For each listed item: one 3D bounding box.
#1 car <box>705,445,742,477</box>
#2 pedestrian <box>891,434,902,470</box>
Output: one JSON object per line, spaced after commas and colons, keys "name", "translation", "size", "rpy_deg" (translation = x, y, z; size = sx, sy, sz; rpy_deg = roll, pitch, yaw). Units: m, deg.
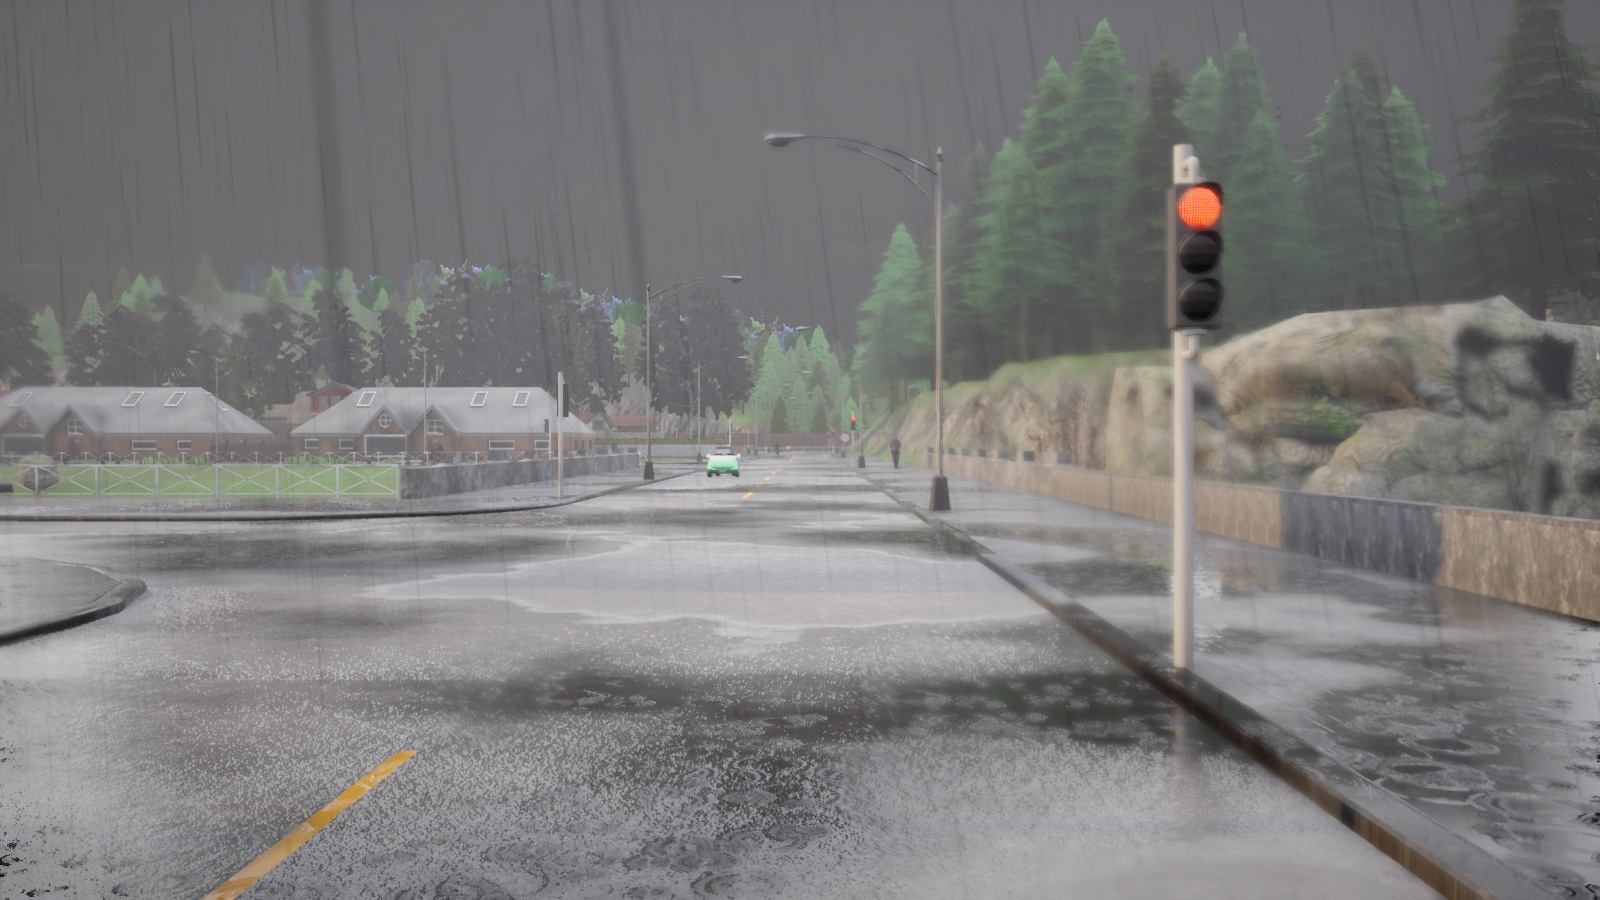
{"name": "car", "translation": [-3.328, 0.487, 55.115], "size": [1.481, 1.376, 2.207], "rpy_deg": [0, 0, 1]}
{"name": "pedestrian", "translation": [4.949, 0.096, 64.568], "size": [0.540, 1.848, 0.694], "rpy_deg": [0, 0, 2]}
